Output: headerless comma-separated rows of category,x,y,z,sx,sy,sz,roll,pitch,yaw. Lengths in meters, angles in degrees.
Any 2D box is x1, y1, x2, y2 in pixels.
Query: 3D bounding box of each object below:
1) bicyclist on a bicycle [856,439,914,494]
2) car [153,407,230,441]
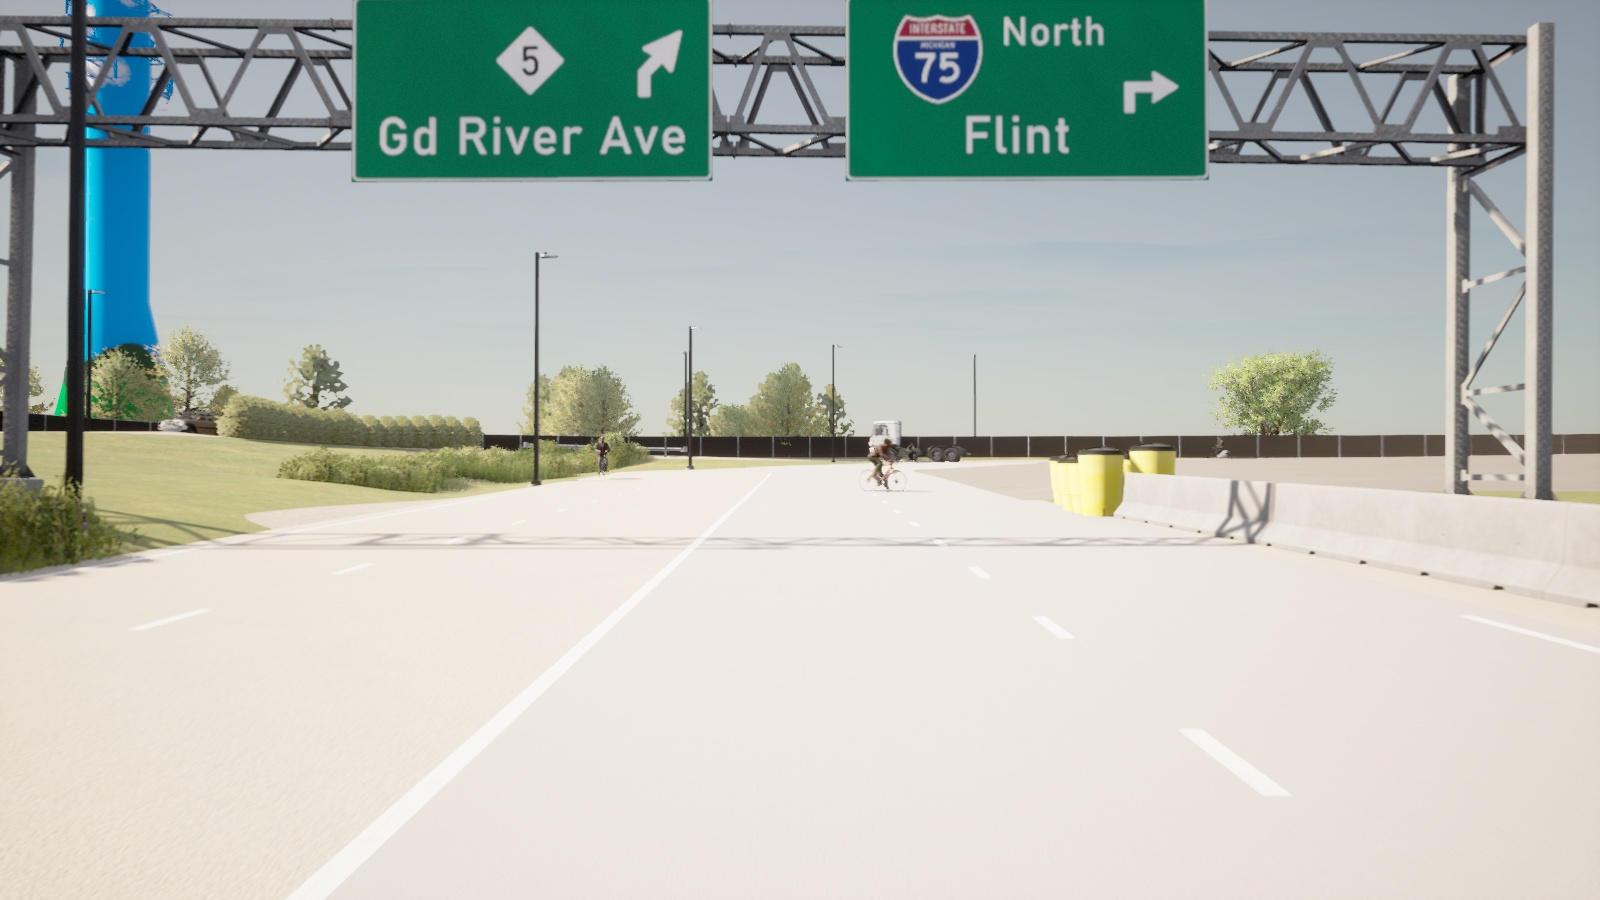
bicyclist on a bicycle,2.577,0.489,38.017,1.656,1.620,0.582,1,0,32
car,-38.596,-1.620,79.799,1.932,1.855,4.605,-1,-2,12
